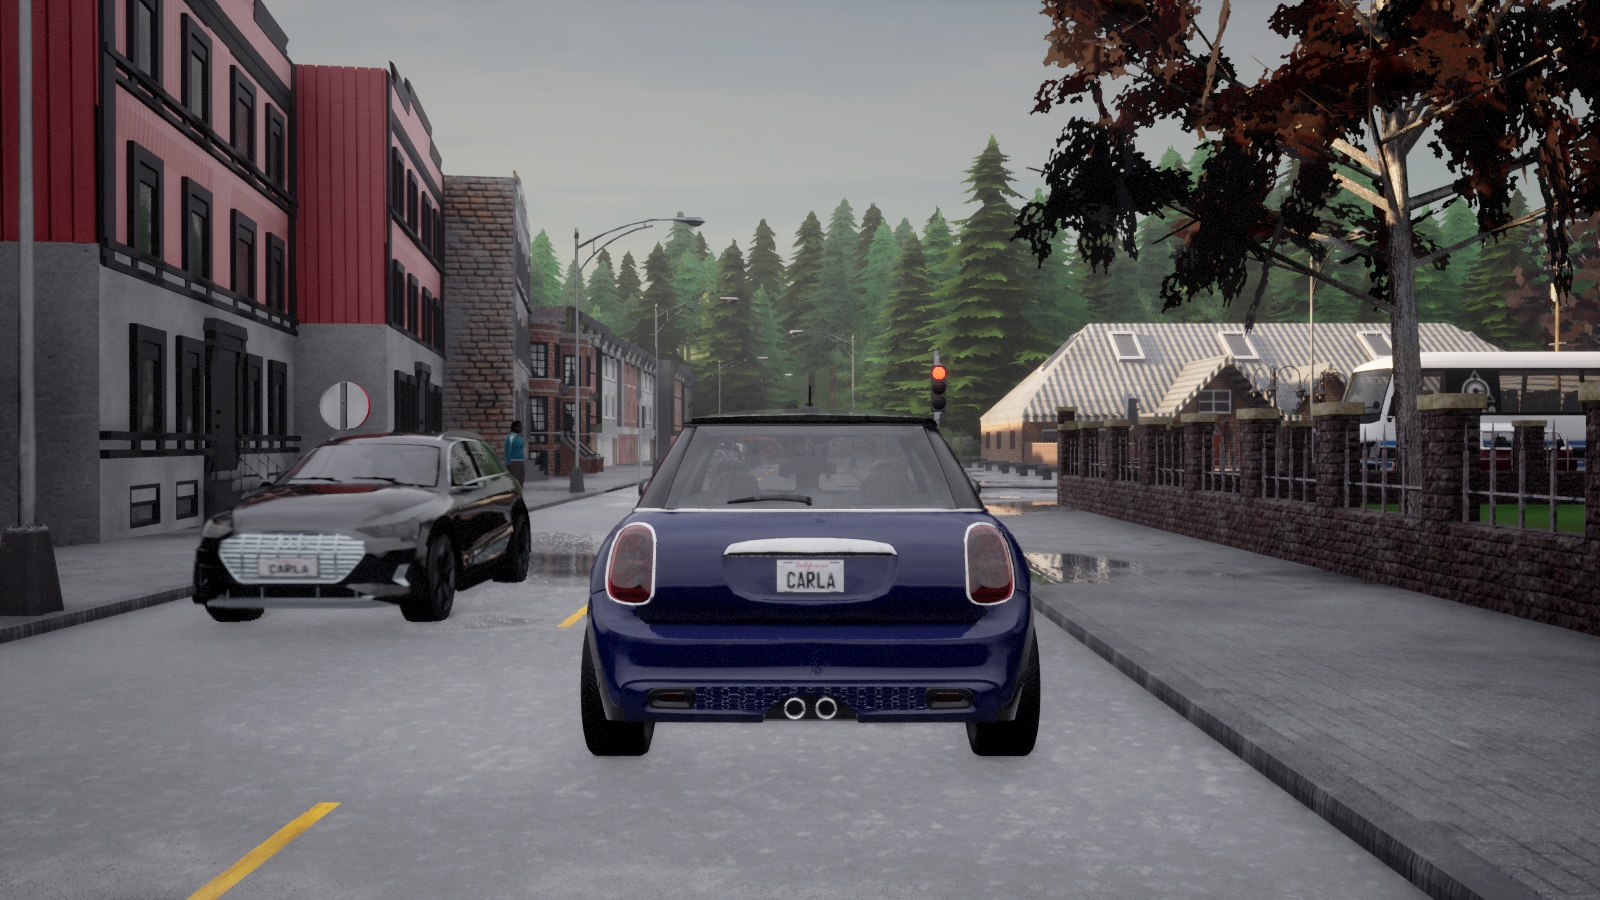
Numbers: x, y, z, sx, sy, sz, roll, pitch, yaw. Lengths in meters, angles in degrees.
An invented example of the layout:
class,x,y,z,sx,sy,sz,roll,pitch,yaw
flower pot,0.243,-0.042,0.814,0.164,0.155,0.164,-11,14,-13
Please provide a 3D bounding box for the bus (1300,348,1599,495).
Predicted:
class,x,y,z,sx,sy,sz,roll,pitch,yaw
bus,21.245,-0.830,38.441,10.273,4.253,3.944,0,0,0

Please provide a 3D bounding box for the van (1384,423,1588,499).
class,x,y,z,sx,sy,sz,roll,pitch,yaw
van,18.721,0.291,34.419,4.480,2.038,2.069,0,0,-1

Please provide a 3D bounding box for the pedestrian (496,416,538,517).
class,x,y,z,sx,sy,sz,roll,pitch,yaw
pedestrian,-5.528,0.317,24.528,0.692,1.930,0.396,0,0,27

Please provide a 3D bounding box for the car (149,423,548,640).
class,x,y,z,sx,sy,sz,roll,pitch,yaw
car,-3.918,0.606,11.976,2.033,1.649,4.856,0,0,0

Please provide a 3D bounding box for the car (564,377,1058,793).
class,x,y,z,sx,sy,sz,roll,pitch,yaw
car,0.057,0.562,7.614,2.097,1.767,4.553,0,0,0
